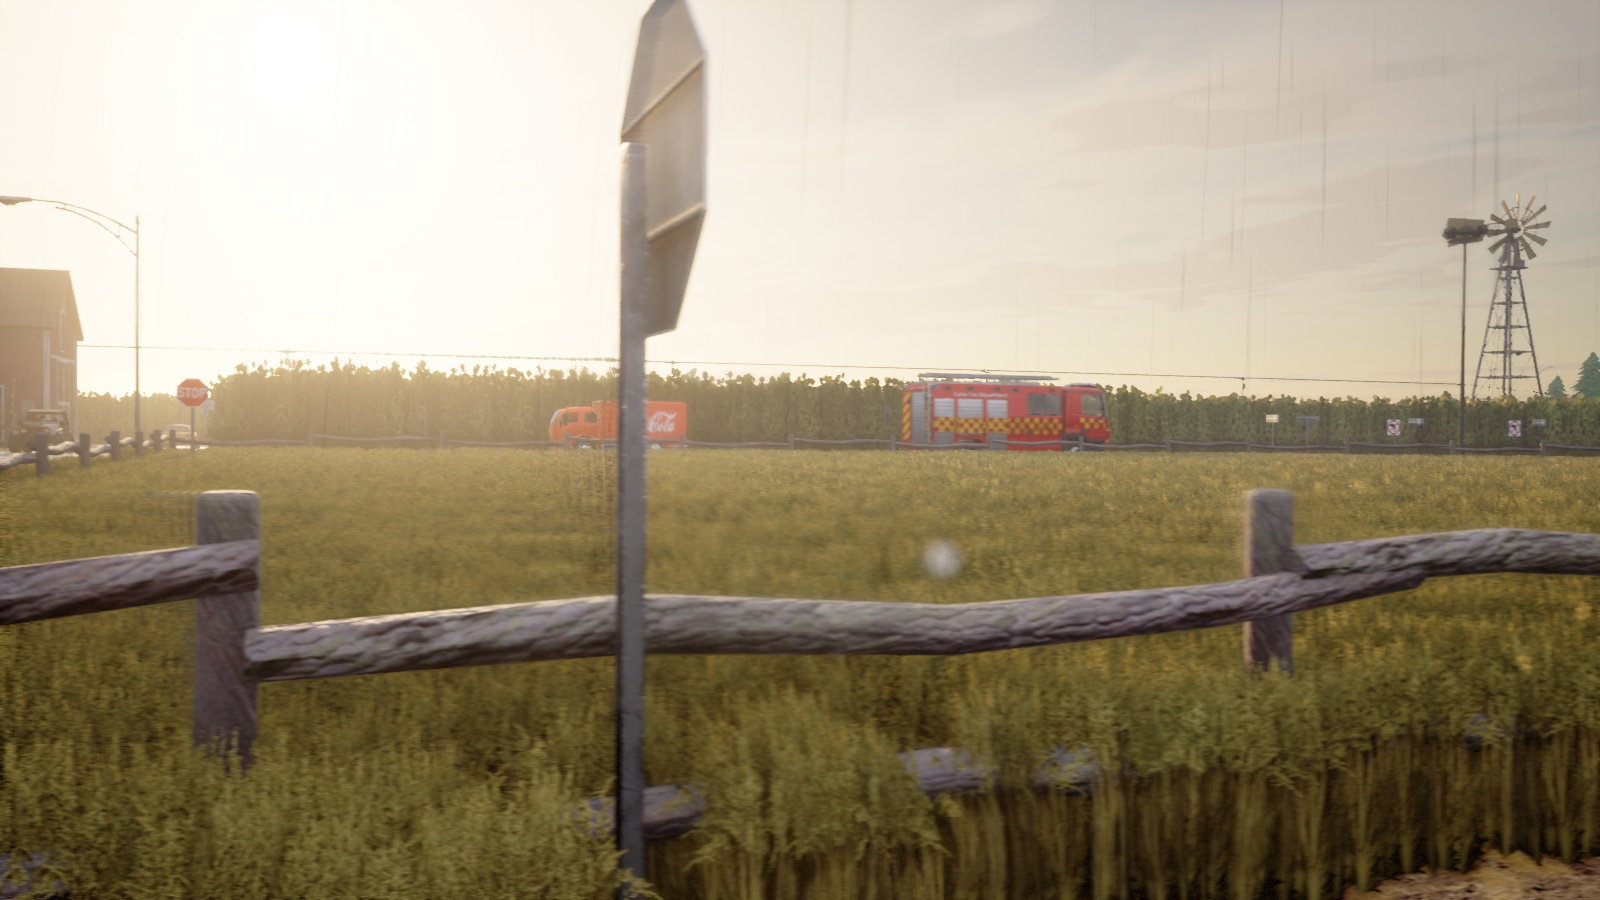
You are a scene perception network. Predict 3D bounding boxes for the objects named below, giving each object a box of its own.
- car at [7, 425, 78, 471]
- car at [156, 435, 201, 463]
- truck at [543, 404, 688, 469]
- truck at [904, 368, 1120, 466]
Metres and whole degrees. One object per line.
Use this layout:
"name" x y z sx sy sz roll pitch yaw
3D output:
"car" -32.222 -0.109 53.511 1.905 1.878 3.866 -1 1 -21
"car" -36.805 -0.070 74.455 1.801 1.575 5.366 -1 1 -21
"truck" -7.261 -0.554 49.288 5.204 2.467 2.627 -1 1 -20
"truck" 8.795 -1.376 51.951 8.468 3.827 2.891 -1 1 -20
